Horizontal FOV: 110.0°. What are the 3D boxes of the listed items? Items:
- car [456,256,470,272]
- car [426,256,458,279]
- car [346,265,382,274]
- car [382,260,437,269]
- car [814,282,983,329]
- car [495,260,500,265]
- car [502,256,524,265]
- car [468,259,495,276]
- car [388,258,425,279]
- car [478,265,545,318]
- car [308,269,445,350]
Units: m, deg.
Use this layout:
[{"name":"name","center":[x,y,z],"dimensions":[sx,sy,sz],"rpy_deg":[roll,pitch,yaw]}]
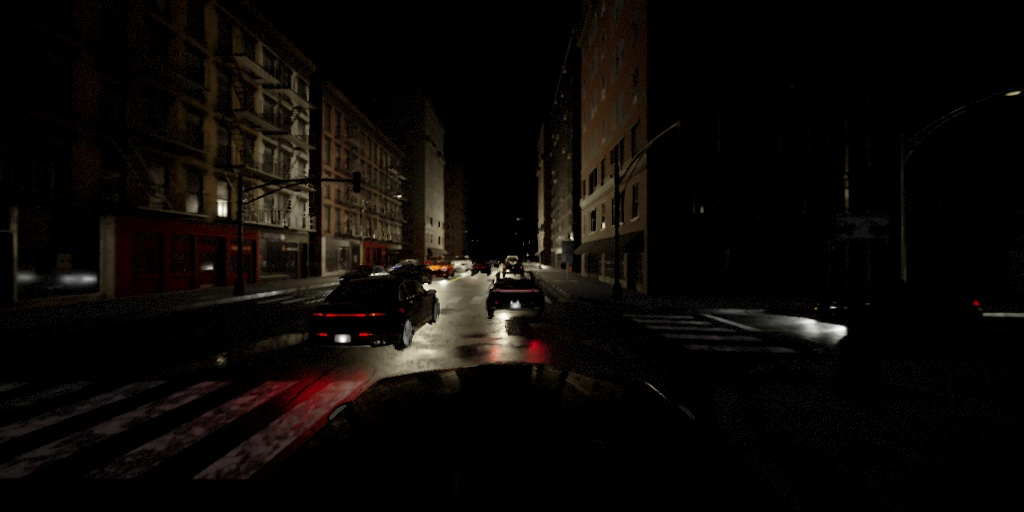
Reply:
[{"name":"car","center":[-6.570,1.008,46.340],"dimensions":[2.150,2.045,5.566],"rpy_deg":[0,0,0]},{"name":"car","center":[-6.584,1.130,32.700],"dimensions":[2.097,1.767,4.553],"rpy_deg":[0,0,0]},{"name":"car","center":[-9.873,1.319,24.496],"dimensions":[2.033,1.411,5.357],"rpy_deg":[0,0,-3]},{"name":"car","center":[-6.590,1.249,23.674],"dimensions":[1.882,1.535,5.008],"rpy_deg":[0,0,0]},{"name":"car","center":[12.816,1.582,12.080],"dimensions":[4.181,1.385,1.994],"rpy_deg":[1,0,0]},{"name":"car","center":[-3.166,1.363,61.759],"dimensions":[1.994,1.385,4.181],"rpy_deg":[0,0,0]},{"name":"car","center":[0.109,1.132,36.338],"dimensions":[2.097,1.767,4.553],"rpy_deg":[0,0,0]},{"name":"car","center":[-3.141,1.286,37.399],"dimensions":[1.837,1.490,4.892],"rpy_deg":[0,0,0]},{"name":"car","center":[-9.833,1.131,33.856],"dimensions":[2.097,1.767,4.553],"rpy_deg":[0,0,0]},{"name":"car","center":[0.107,1.259,13.054],"dimensions":[2.128,1.511,4.902],"rpy_deg":[0,0,0]},{"name":"car","center":[-3.148,1.265,9.089],"dimensions":[1.837,1.490,4.892],"rpy_deg":[0,1,0]}]
